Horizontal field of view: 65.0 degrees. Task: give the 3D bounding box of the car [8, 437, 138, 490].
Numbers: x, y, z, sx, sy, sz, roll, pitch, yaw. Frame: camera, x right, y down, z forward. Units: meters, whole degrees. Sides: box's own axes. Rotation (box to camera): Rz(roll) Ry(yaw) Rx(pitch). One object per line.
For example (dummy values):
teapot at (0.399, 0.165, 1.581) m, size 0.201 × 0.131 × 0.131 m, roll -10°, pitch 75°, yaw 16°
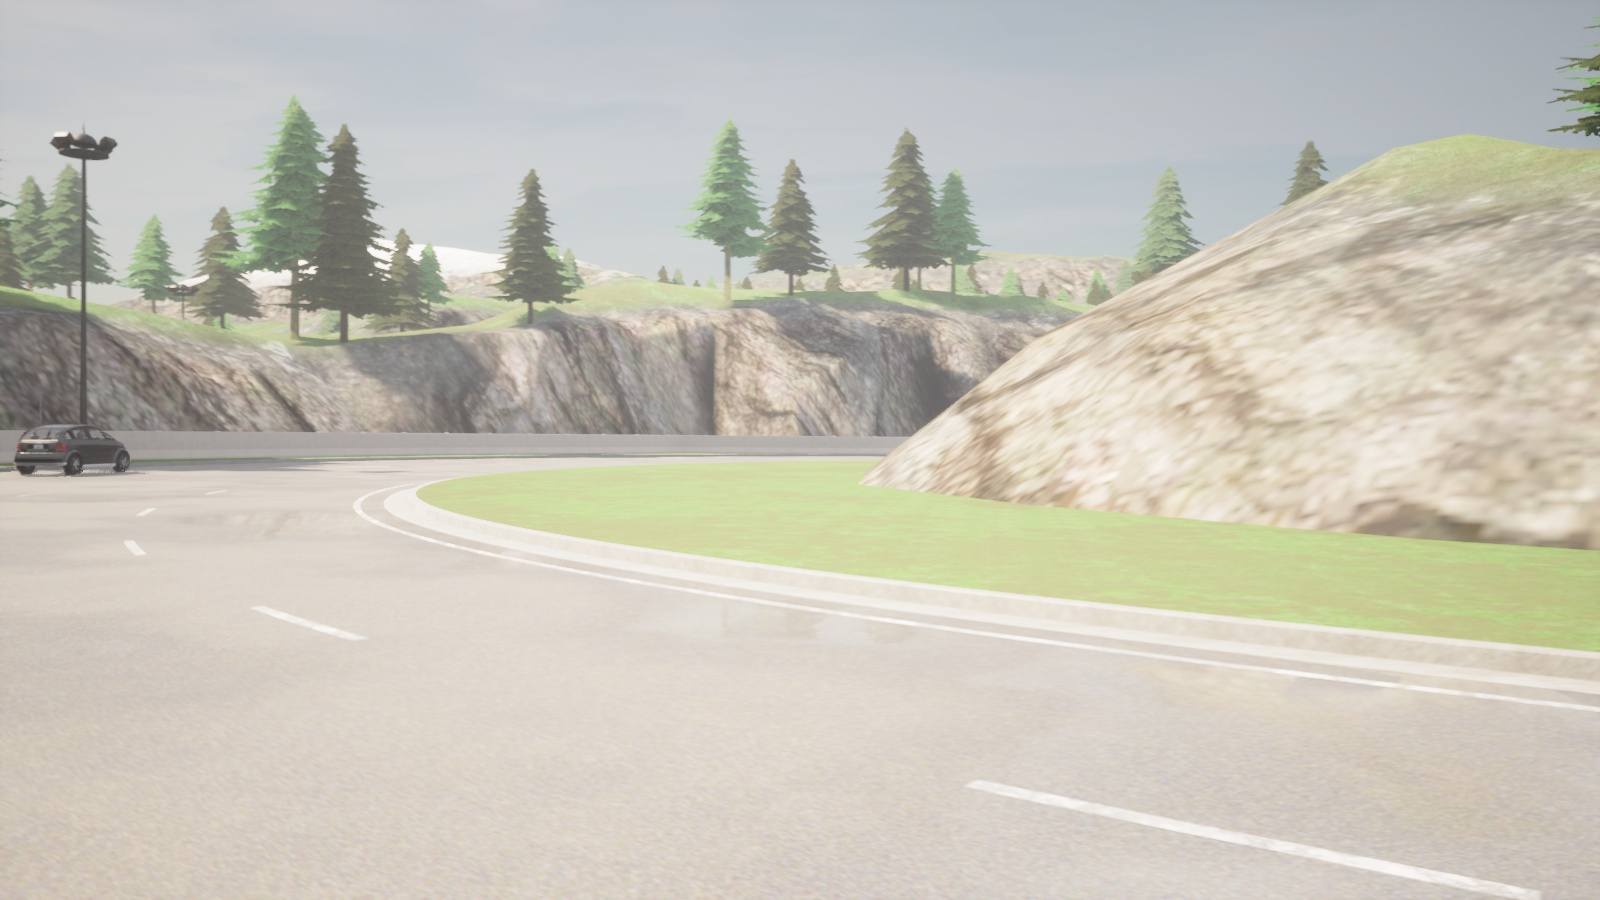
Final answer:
car at (-22.781, 0.398, 39.496) m, size 1.789 × 1.549 × 3.705 m, roll -1°, pitch 1°, yaw 3°
